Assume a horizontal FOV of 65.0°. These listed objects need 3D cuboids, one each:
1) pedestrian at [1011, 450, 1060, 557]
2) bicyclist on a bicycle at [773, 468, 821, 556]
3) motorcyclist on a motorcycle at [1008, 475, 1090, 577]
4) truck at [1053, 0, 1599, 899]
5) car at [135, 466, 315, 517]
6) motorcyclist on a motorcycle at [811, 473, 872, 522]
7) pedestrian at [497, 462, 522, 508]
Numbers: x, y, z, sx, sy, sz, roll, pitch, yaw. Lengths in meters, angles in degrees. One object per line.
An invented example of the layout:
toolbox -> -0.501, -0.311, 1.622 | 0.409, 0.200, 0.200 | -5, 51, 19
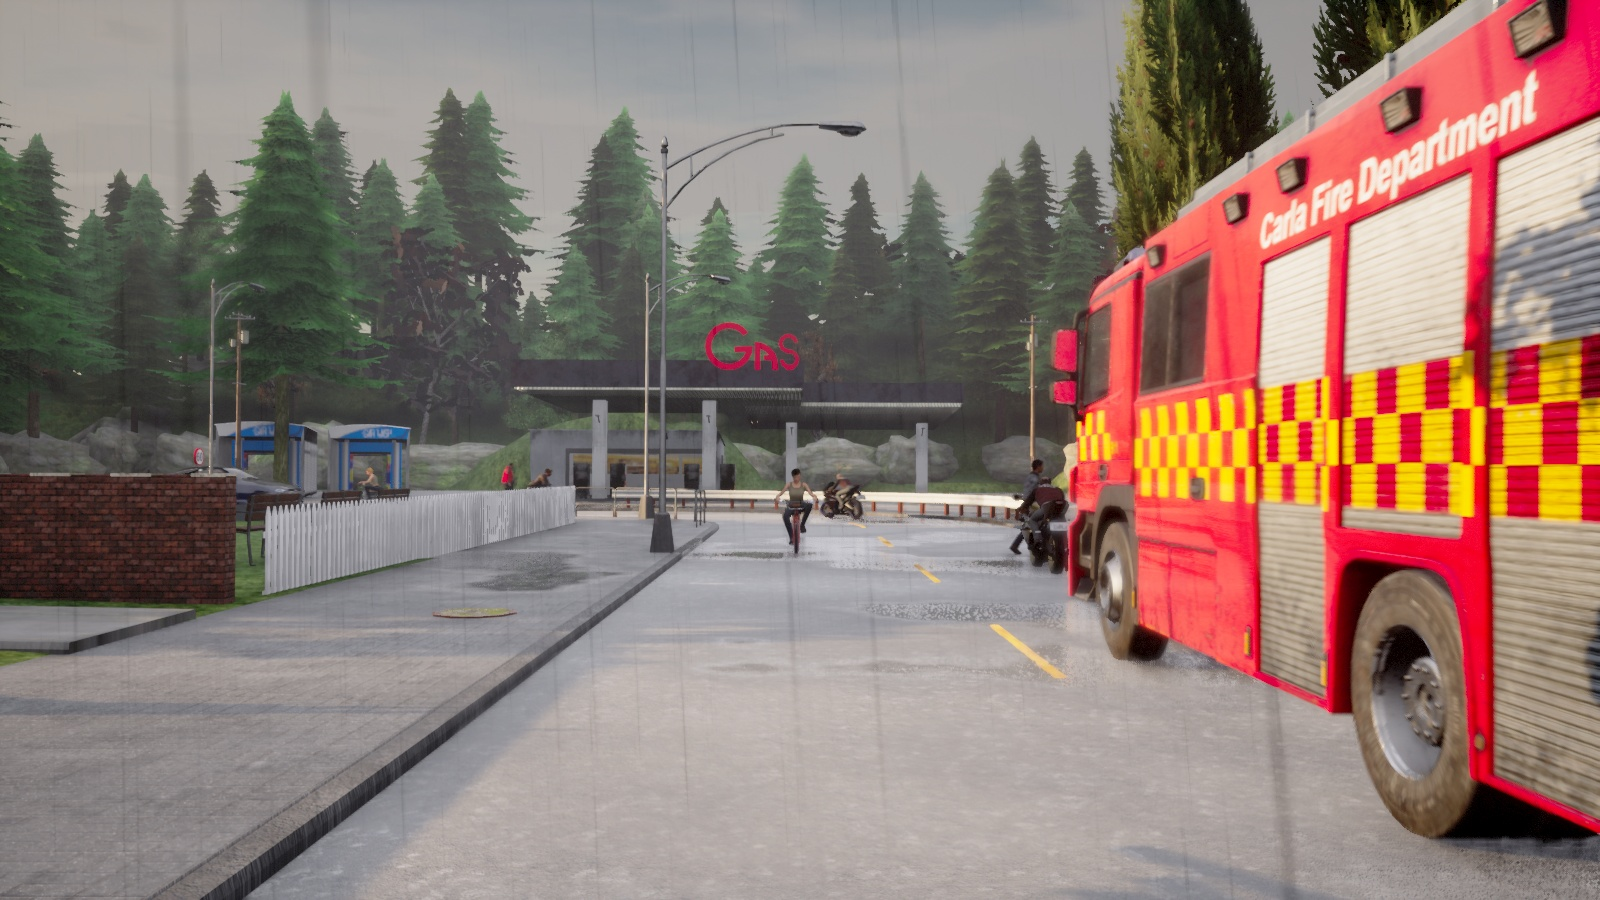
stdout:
pedestrian -> 4.344, 0.977, 23.205 | 0.788, 1.949, 0.423 | 0, -1, -10
bicyclist on a bicycle -> -0.058, 1.151, 23.869 | 0.866, 1.612, 1.509 | 0, -1, 0
motorcyclist on a motorcycle -> 3.953, 1.171, 20.108 | 0.866, 1.530, 2.191 | 0, -1, 0
truck -> 3.976, -0.228, 8.216 | 2.891, 3.827, 8.468 | 0, -1, 0
car -> -19.183, 1.375, 42.037 | 5.027, 1.651, 2.152 | 0, -1, 0
motorcyclist on a motorcycle -> 1.348, 1.538, 41.275 | 0.866, 1.530, 2.191 | -1, 0, -34
pedestrian -> -11.804, 1.426, 50.984 | 0.899, 1.844, 0.634 | 0, -1, -5
